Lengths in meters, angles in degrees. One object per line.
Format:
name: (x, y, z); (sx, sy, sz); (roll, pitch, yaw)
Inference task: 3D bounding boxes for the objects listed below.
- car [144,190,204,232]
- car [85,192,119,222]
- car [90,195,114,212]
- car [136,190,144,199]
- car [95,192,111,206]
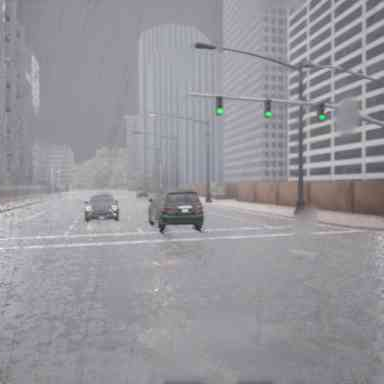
car: (-1.028, 0.907, 17.883); (2.150, 2.045, 5.566); (-1, 1, -15)
car: (-6.186, 0.984, 22.810); (2.097, 1.767, 4.553); (-1, 1, -15)
car: (-8.674, 1.031, 32.107); (2.033, 1.411, 5.357); (-1, 1, -15)
car: (-9.348, 0.472, 61.622); (1.837, 1.490, 4.892); (-1, 1, -15)
car: (-11.305, 0.829, 42.069); (1.837, 1.490, 4.892); (-1, 1, -15)
